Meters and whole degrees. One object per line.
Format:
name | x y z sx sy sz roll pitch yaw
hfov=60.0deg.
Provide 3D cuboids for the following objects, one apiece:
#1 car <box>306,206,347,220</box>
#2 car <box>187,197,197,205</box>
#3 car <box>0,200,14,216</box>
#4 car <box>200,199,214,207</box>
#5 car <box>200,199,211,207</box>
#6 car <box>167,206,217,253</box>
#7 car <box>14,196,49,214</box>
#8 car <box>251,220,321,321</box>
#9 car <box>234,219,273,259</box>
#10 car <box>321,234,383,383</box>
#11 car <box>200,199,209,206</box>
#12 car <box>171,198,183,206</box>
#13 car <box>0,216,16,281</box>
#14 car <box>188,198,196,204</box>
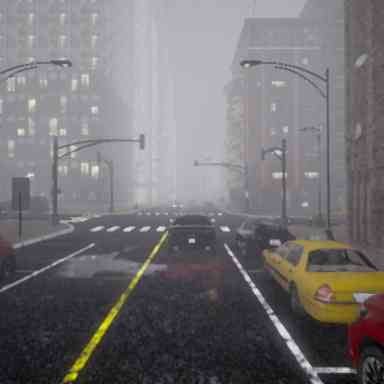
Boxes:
car | 14.652 2.176 35.227 4.829 1.417 1.752 1 -2 0
car | 0.021 2.277 76.265 1.812 1.442 4.674 0 -1 0
car | -17.552 1.266 26.589 5.009 1.841 2.192 1 -2 0
car | 2.757 2.124 54.915 1.802 1.307 4.206 0 -1 0
car | 2.710 2.226 67.832 2.008 1.369 4.403 0 -1 0
car | 0.020 1.619 14.481 1.882 1.535 5.008 0 0 1
car | -17.684 1.366 34.967 5.009 1.841 2.192 1 -2 0
car | 2.693 1.597 7.382 1.752 1.417 4.829 0 -1 0
car | 2.695 1.691 12.894 1.947 1.339 4.313 0 -1 0
car | 2.692 1.331 1.532 2.192 1.841 5.009 0 -1 0
car | 2.712 2.284 73.480 2.008 1.369 4.403 0 -1 0
car | -2.980 2.217 73.996 1.882 1.535 5.008 0 -1 0
car | -5.687 1.511 7.213 1.967 1.590 4.097 0 -1 0
car | 0.026 2.238 87.518 2.128 1.511 4.902 0 -1 0
